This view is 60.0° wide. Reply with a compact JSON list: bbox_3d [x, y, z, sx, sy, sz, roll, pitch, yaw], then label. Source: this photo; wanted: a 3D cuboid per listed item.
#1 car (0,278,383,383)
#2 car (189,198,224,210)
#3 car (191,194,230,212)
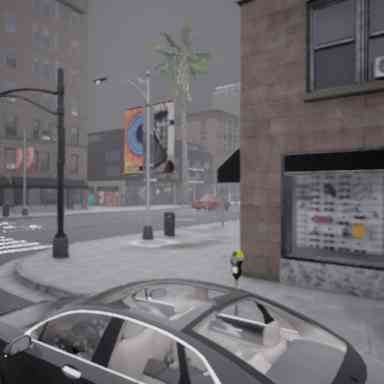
[{"bbox_3d":[-0.432,1.544,3.148,4.403,1.369,2.008,0,0,35],"label":"car"},{"bbox_3d":[2.044,1.536,44.885,2.033,1.411,5.357,0,0,35],"label":"car"},{"bbox_3d":[2.459,1.215,39.827,2.150,2.045,5.566,0,0,35],"label":"car"}]
